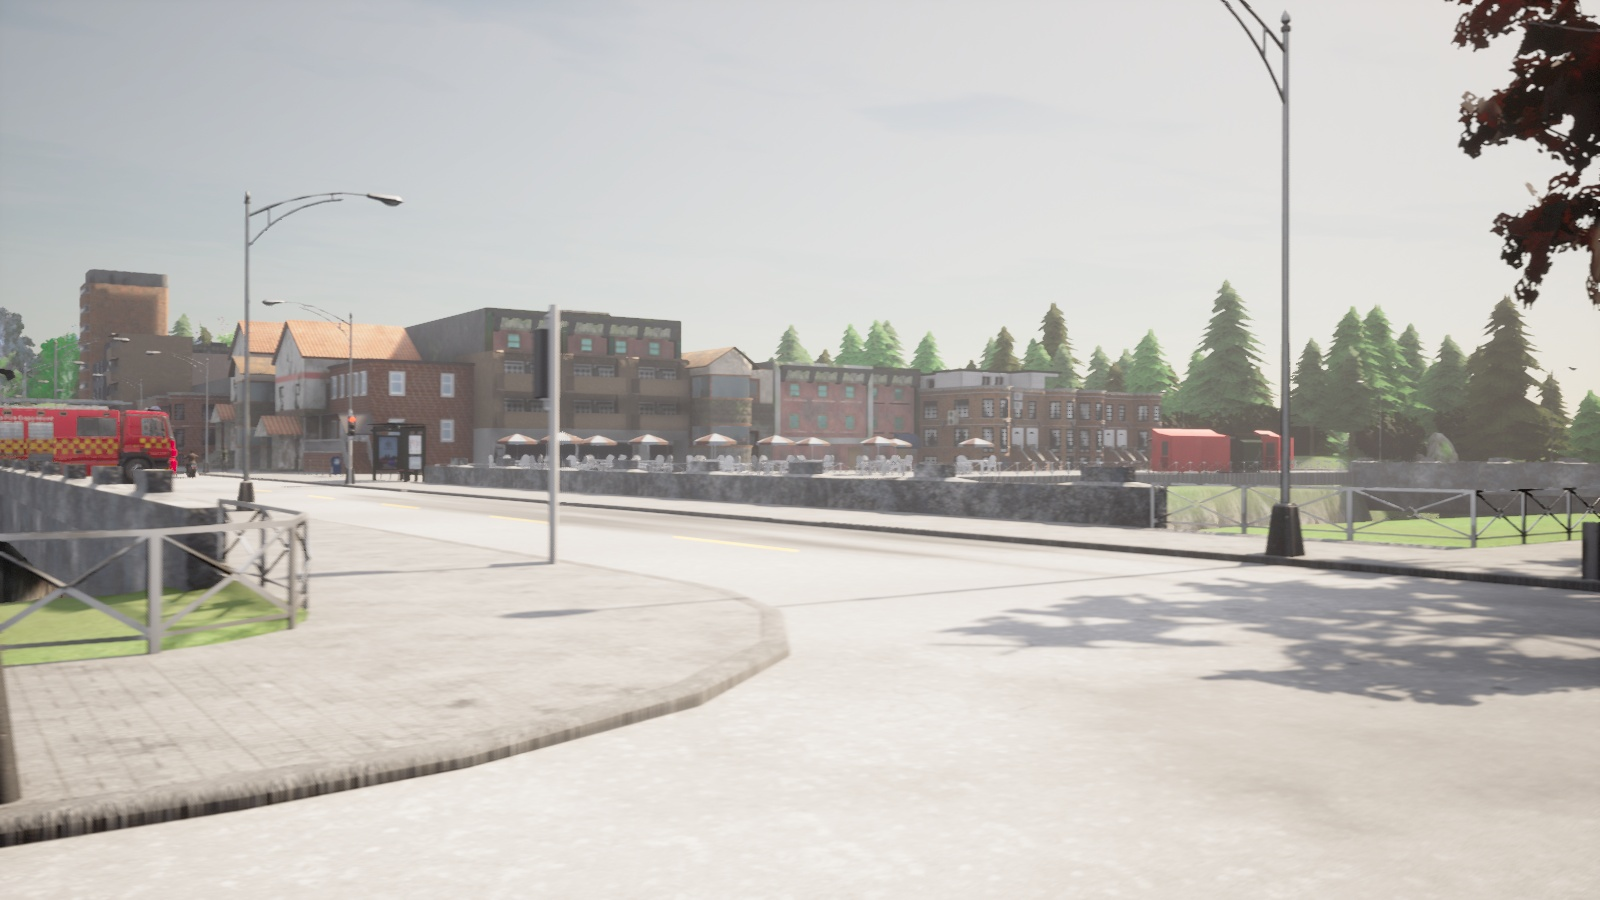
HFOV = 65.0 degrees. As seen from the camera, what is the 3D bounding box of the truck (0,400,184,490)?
[{"bbox_3d":[-32.748,-0.220,56.655,8.468,3.827,2.891,0,0,-37],"label":"truck"}]
